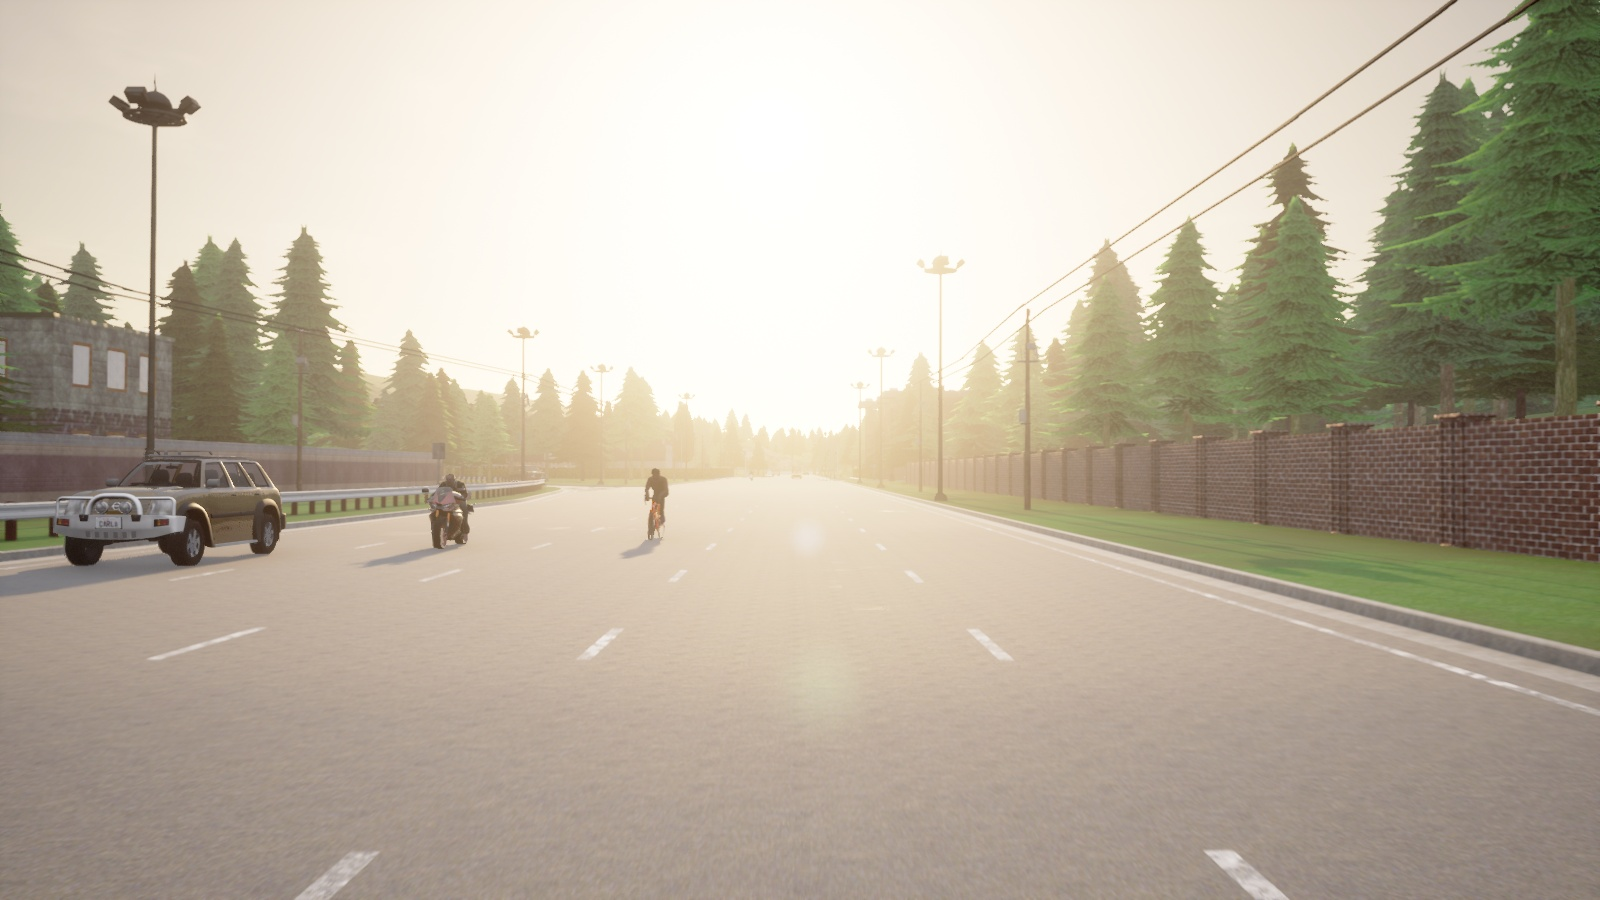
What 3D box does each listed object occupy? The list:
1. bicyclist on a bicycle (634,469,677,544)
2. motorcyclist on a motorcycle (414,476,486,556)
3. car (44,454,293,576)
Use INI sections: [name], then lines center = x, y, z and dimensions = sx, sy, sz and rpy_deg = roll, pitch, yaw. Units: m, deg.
[bicyclist on a bicycle]
center = -3.232, 1.253, 28.211
dimensions = 0.582, 1.620, 1.656
rpy_deg = 1, 0, 6
[motorcyclist on a motorcycle]
center = -7.061, 1.304, 25.452
dimensions = 0.866, 1.530, 2.191
rpy_deg = 0, -1, 0
[car]
center = -10.552, 1.032, 21.430
dimensions = 1.932, 1.855, 4.605
rpy_deg = 0, -1, 0
